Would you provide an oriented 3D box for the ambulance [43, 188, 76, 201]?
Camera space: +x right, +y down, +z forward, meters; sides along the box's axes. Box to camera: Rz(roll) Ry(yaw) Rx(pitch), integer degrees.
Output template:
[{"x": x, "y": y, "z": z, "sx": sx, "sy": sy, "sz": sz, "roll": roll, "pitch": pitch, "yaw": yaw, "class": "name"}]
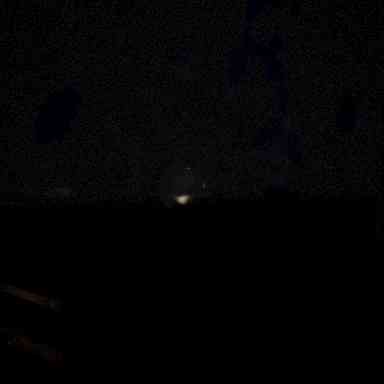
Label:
[{"x": -26.414, "y": 0.419, "z": 66.701, "sx": 2.351, "sy": 2.431, "sz": 6.366, "roll": 2, "pitch": 2, "yaw": 35, "class": "ambulance"}]
